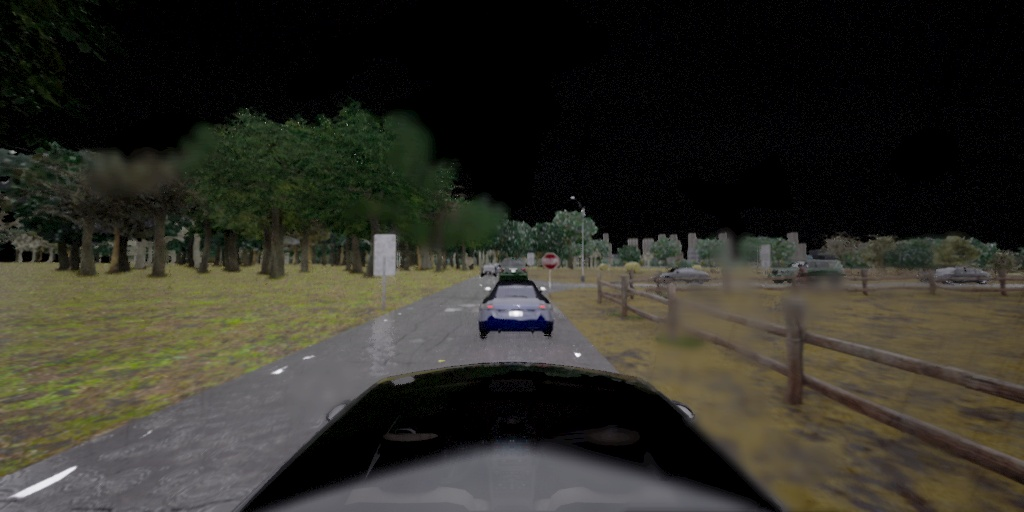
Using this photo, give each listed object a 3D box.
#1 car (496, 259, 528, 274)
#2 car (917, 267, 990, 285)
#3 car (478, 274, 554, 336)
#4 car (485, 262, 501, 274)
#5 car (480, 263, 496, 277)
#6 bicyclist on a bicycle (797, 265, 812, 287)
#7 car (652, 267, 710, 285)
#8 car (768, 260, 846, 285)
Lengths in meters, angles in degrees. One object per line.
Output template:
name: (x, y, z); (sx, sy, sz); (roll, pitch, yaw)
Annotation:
car: (0.107, 1.272, 29.020); (2.150, 2.045, 5.566); (0, -1, 0)
car: (37.601, 1.691, 30.619); (4.892, 1.490, 1.837); (0, -2, 0)
car: (0.105, 1.415, 10.821); (1.994, 1.385, 4.181); (0, -1, 0)
car: (-2.789, 1.802, 53.707); (2.097, 1.767, 4.553); (0, -1, 0)
car: (-2.800, 1.794, 44.181); (1.837, 1.490, 4.892); (0, -1, 0)
bicyclist on a bicycle: (19.933, 1.412, 24.627); (0.582, 1.620, 1.656); (0, -1, 0)
car: (14.320, 1.677, 30.574); (4.674, 1.442, 1.812); (0, -2, -1)
car: (25.091, 1.388, 30.625); (5.566, 2.045, 2.150); (0, -2, 0)
